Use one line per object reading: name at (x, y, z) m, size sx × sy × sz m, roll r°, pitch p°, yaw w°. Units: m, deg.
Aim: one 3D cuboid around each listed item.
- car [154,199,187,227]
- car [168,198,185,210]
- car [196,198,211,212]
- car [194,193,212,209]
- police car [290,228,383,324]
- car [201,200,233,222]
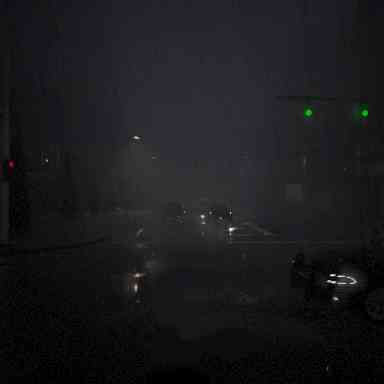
car at (-1.404, 1.499, 22.731) m, size 1.837 × 1.490 × 4.892 m, roll 0°, pitch 0°, yaw -1°
car at (-1.956, 1.537, 43.161) m, size 2.033 × 1.411 × 5.357 m, roll 0°, pitch 0°, yaw -2°
car at (1.763, 1.593, 35.355) m, size 1.895 × 1.301 × 4.718 m, roll 0°, pitch 0°, yaw -1°
car at (1.468, 1.211, 46.113) m, size 2.150 × 2.045 × 5.566 m, roll 0°, pitch 0°, yaw -2°
police car at (4.665, 1.425, 6.594) m, size 5.238 × 1.638 × 1.930 m, roll 0°, pitch 0°, yaw -2°
car at (2.012, 1.595, 26.189) m, size 1.895 × 1.301 × 4.718 m, roll 0°, pitch 0°, yaw -1°
